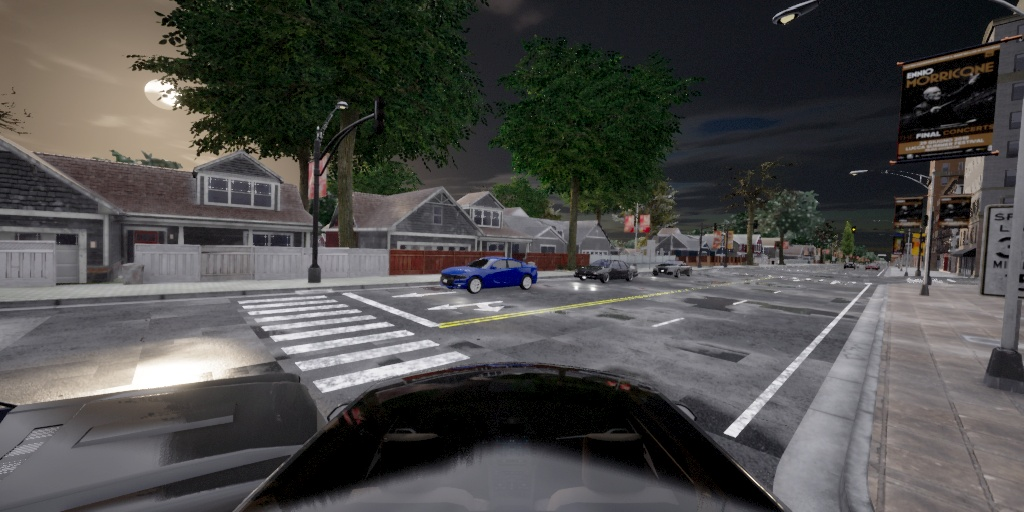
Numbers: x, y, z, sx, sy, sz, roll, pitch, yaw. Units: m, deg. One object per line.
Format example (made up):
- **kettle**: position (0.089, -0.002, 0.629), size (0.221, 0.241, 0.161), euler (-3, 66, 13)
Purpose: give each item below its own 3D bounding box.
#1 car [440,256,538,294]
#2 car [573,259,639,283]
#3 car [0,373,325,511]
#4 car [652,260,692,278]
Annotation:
- **car**: position (-0.943, 0.778, 16.588), size (5.008, 1.535, 1.882), euler (1, 2, -43)
- **car**: position (6.302, 0.928, 23.424), size (5.357, 1.411, 2.033), euler (1, 2, -43)
- **car**: position (-3.318, 1.273, 1.430), size (4.718, 1.301, 1.895), euler (1, 2, -33)
- **car**: position (13.580, 1.029, 30.262), size (4.181, 1.385, 1.994), euler (1, 2, -44)
